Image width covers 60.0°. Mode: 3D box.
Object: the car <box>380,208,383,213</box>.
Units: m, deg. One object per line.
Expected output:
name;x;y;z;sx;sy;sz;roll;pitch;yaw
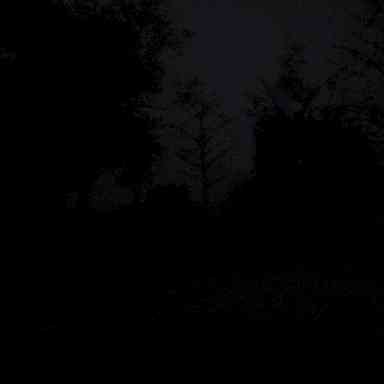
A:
car;23.267;1.624;37.281;4.553;1.767;2.185;0;-2;-45

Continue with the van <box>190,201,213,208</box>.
van;1.456;2.169;42.100;4.442;1.987;1.878;0;-3;-45

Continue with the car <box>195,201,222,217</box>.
car;3.207;2.272;39.893;5.366;1.575;1.946;0;-3;-45

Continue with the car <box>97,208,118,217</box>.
car;-13.172;3.536;56.822;4.674;1.452;2.002;0;-4;-45
